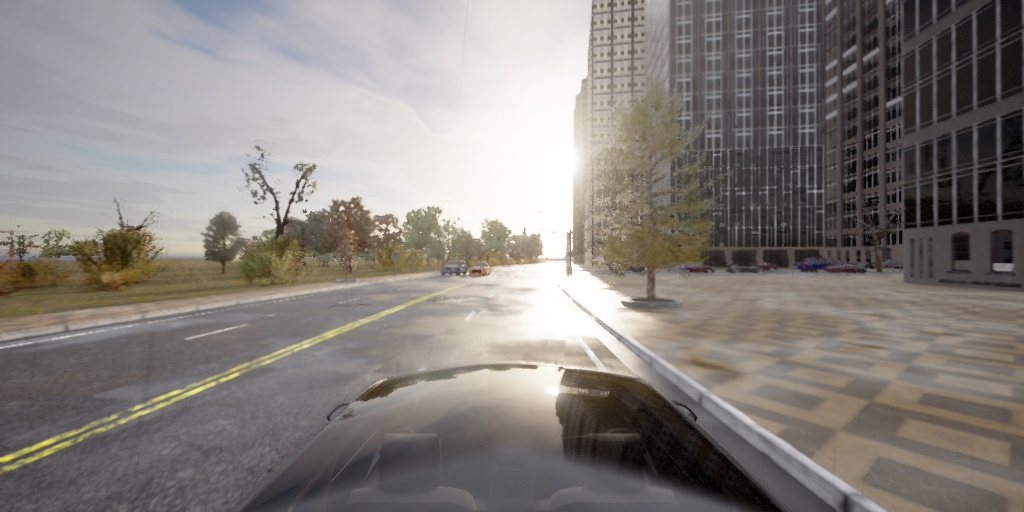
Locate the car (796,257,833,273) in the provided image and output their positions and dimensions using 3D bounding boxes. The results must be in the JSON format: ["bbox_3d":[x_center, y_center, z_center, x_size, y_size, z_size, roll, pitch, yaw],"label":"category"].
[{"bbox_3d":[40.885,1.209,47.218,5.566,2.045,2.150,0,0,10],"label":"car"}]

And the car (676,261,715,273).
[{"bbox_3d":[24.332,1.545,47.153,4.097,1.591,1.967,0,0,10],"label":"car"}]

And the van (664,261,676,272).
[{"bbox_3d":[25.787,1.507,55.653,3.998,1.789,1.690,0,0,10],"label":"van"}]

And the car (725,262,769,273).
[{"bbox_3d":[29.950,1.630,46.262,4.313,1.339,1.948,0,0,10],"label":"car"}]

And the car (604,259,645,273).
[{"bbox_3d":[16.036,1.412,51.413,5.566,2.045,2.150,0,0,10],"label":"car"}]

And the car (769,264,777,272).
[{"bbox_3d":[36.986,1.628,53.649,4.507,1.381,1.888,0,0,10],"label":"car"}]

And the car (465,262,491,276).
[{"bbox_3d":[-3.962,1.575,44.866,2.097,1.767,4.553,0,-1,7],"label":"car"}]

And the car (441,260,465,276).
[{"bbox_3d":[-7.196,1.526,45.187,2.150,2.045,5.566,0,-1,7],"label":"car"}]

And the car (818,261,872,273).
[{"bbox_3d":[41.178,1.564,44.433,4.207,1.307,1.802,0,0,10],"label":"car"}]
